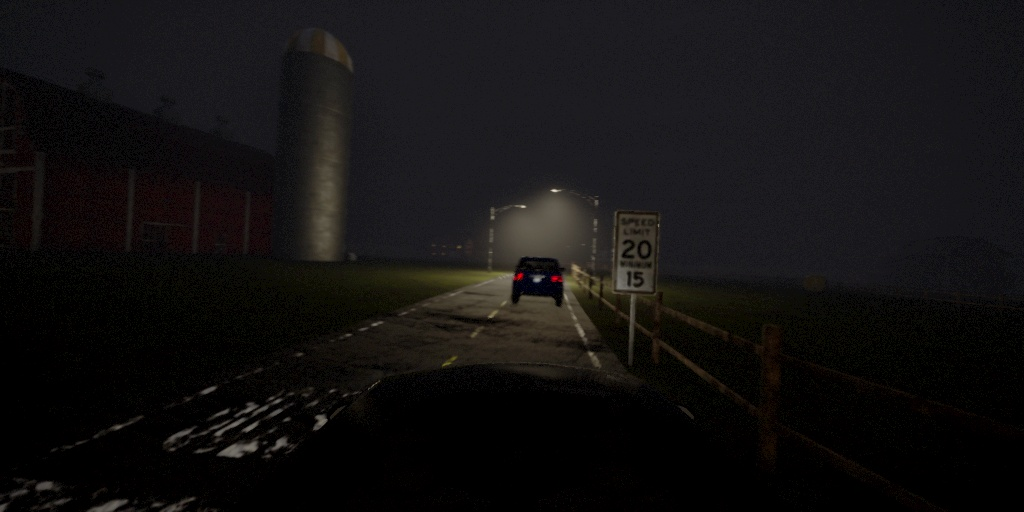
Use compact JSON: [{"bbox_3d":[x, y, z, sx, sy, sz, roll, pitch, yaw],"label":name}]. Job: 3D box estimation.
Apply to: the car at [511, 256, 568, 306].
[{"bbox_3d":[1.273,1.051,16.813,2.150,2.045,5.566,3,0,6],"label":"car"}]
